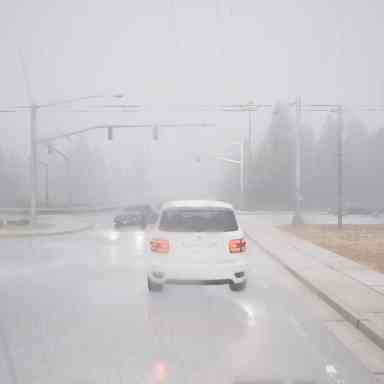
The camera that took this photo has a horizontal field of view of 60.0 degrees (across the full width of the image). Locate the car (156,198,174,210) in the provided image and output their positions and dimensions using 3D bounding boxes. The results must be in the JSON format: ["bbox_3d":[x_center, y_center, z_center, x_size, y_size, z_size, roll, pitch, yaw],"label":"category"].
[{"bbox_3d":[-3.584,1.547,44.939,2.033,1.411,5.357,0,0,0],"label":"car"}]

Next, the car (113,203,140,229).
[{"bbox_3d":[-3.654,1.506,21.547,1.837,1.490,4.892,-2,0,5],"label":"car"}]

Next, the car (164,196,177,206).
[{"bbox_3d":[-3.556,1.505,55.126,1.837,1.490,4.892,0,0,0],"label":"car"}]

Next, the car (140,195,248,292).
[{"bbox_3d":[0.068,1.218,9.086,2.150,2.045,5.566,0,0,-2],"label":"car"}]

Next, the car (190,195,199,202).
[{"bbox_3d":[0.593,1.525,81.687,2.128,1.511,4.902,0,0,2],"label":"car"}]

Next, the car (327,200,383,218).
[{"bbox_3d":[14.941,1.518,30.488,4.902,1.511,2.128,0,0,1],"label":"car"}]

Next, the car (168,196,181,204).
[{"bbox_3d":[-3.422,1.491,65.392,2.128,1.511,4.902,0,0,1],"label":"car"}]
